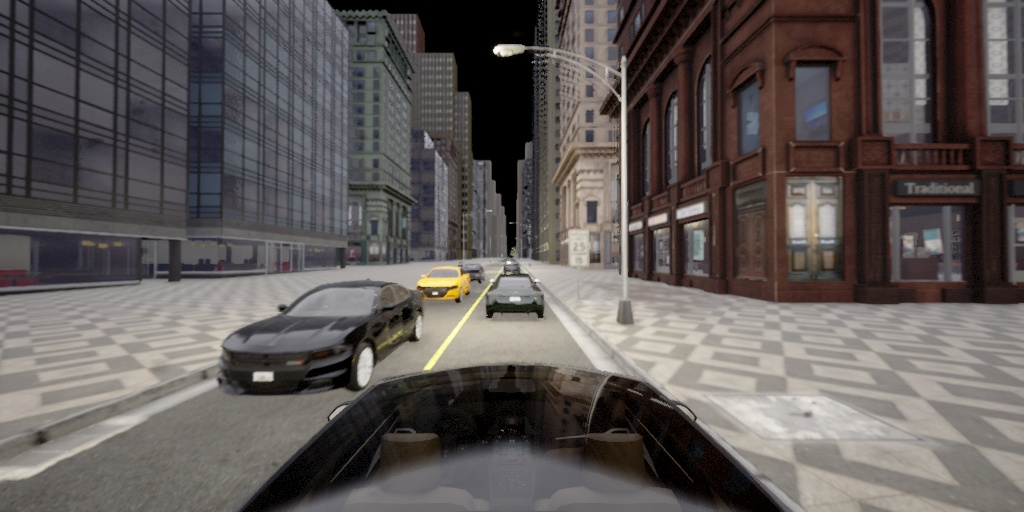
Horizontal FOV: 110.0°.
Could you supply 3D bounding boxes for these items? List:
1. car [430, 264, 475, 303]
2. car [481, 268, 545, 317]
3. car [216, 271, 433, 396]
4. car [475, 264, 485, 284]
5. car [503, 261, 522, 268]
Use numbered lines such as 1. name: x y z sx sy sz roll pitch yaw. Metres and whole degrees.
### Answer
1. car: -3.096 1.232 16.987 1.882 1.535 5.008 0 0 0
2. car: 0.096 1.318 13.245 1.994 1.385 4.181 0 0 0
3. car: -3.099 1.230 6.962 1.882 1.535 5.008 0 0 0
4. car: -3.055 1.300 27.659 2.033 1.411 5.357 0 0 1
5. car: 0.011 1.238 39.433 2.128 1.511 4.902 0 0 0
